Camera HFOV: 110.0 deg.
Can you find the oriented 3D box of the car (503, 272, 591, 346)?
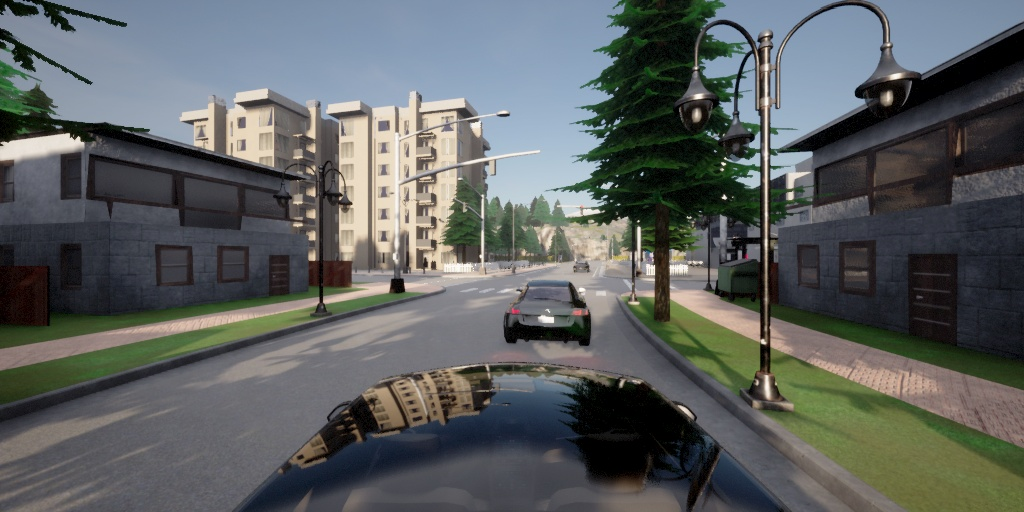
[{"bbox_3d":[1.012,1.314,9.535,1.994,1.385,4.181,0,0,9],"label":"car"}]

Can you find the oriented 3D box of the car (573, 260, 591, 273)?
[{"bbox_3d":[8.727,1.276,44.757,2.128,1.511,4.902,0,0,14],"label":"car"}]
